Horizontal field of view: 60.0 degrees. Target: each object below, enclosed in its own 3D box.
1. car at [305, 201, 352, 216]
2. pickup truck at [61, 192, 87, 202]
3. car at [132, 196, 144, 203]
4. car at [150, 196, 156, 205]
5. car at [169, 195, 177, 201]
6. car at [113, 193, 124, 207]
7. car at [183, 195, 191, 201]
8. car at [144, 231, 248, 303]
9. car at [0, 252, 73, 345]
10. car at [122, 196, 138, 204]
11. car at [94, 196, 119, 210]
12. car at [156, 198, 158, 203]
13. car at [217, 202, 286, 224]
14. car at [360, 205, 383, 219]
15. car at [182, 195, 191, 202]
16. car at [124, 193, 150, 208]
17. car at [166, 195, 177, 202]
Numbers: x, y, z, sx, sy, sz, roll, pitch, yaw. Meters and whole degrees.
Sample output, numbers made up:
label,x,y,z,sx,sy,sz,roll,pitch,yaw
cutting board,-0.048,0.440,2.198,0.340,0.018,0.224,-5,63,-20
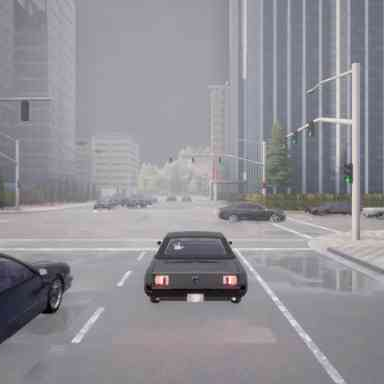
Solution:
label,x,y,z,sx,sy,sz,roll,pitch,yaw
car,13.590,1.547,31.559,5.357,1.411,2.033,0,0,-3
pickup truck,-24.753,1.059,69.215,2.390,2.098,6.274,0,0,30
car,-11.682,1.546,72.583,1.994,1.385,4.181,0,0,-1
car,-8.039,1.352,57.918,2.097,1.767,4.553,0,0,-1
car,-4.867,1.524,84.706,1.812,1.442,4.674,0,0,-1
car,-11.467,1.221,52.655,2.150,2.045,5.566,0,0,-1
car,-1.367,1.540,84.774,2.033,1.411,5.357,0,0,-1
car,0.069,1.601,8.153,1.895,1.301,4.718,0,0,0
car,-3.435,1.547,4.558,2.033,1.411,5.357,0,0,0
car,-11.585,1.491,62.603,2.128,1.511,4.902,0,0,-1
car,-11.332,1.564,43.322,1.994,1.385,4.181,0,0,-1
car,-8.113,1.564,67.965,1.994,1.385,4.181,0,0,0
car,4.303,1.505,24.241,4.892,1.490,1.837,0,0,-1
car,16.945,1.601,28.051,4.718,1.301,1.895,0,0,0
car,-1.212,1.553,74.999,1.994,1.385,4.181,0,0,-1
car,-7.911,1.221,48.169,2.150,2.045,5.566,0,0,-1
car,-4.702,1.500,74.538,1.837,1.490,4.892,0,0,-1
